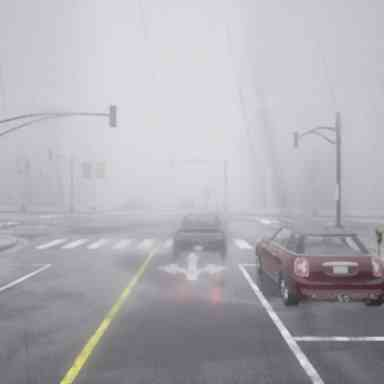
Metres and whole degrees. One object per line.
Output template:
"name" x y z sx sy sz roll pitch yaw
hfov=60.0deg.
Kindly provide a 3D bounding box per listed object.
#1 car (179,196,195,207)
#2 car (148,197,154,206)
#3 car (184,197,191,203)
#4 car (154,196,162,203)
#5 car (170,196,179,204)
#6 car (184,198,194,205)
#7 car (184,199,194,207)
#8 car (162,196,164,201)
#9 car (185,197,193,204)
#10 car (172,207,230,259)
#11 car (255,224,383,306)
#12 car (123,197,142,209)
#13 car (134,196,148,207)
"car" -0.536 1.733 49.533 1.967 1.590 4.097 0 0 0
"car" -9.139 1.948 65.601 1.752 1.417 4.829 0 0 0
"car" -1.148 2.132 93.203 1.882 1.535 5.008 0 0 0
"car" -9.220 2.141 82.048 1.802 1.307 4.206 0 0 0
"car" -3.426 2.103 76.143 1.895 1.301 4.718 0 0 0
"car" -0.642 2.013 71.231 1.887 1.381 4.507 0 0 0
"car" -0.588 1.962 60.381 1.802 1.307 4.206 0 0 0
"car" -9.247 1.920 87.475 2.192 1.841 5.009 0 0 0
"car" -0.696 2.085 82.251 1.752 1.417 4.829 0 0 0
"car" 0.420 1.568 12.898 2.128 1.511 4.902 0 0 5
"car" 2.771 1.488 8.136 1.967 1.590 4.097 0 0 0
"car" -9.060 1.859 49.493 1.947 1.339 4.313 0 0 0
"car" -9.088 1.652 54.921 2.192 1.841 5.009 0 0 0
